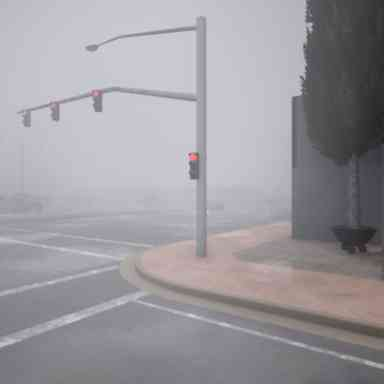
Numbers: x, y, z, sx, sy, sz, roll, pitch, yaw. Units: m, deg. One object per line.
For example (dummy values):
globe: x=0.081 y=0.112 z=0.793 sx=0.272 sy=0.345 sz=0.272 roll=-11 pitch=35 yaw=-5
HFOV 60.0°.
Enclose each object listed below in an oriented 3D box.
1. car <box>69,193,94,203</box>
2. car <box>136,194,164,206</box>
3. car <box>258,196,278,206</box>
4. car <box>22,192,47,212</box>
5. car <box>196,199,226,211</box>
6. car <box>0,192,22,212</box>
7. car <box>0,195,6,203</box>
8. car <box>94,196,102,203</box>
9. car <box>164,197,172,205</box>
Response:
car: x=-21.177 y=1.182 z=62.776 sx=4.605 sy=1.855 sz=1.932 roll=0 pitch=0 yaw=35
car: x=-6.885 y=1.176 z=52.642 sx=3.866 sy=1.878 sz=1.905 roll=0 pitch=0 yaw=35
car: x=12.329 y=1.341 z=53.544 sx=1.812 sy=1.442 sz=4.674 roll=0 pitch=0 yaw=37
car: x=-18.224 y=1.176 z=36.626 sx=3.866 sy=1.878 sz=1.905 roll=0 pitch=0 yaw=35
car: x=2.319 y=1.575 z=40.356 sx=1.994 sy=1.385 sz=4.181 roll=0 pitch=0 yaw=37
car: x=-19.946 y=1.173 z=34.298 sx=4.605 sy=1.855 sz=1.932 roll=0 pitch=0 yaw=35
car: x=-38.182 y=1.401 z=64.762 sx=3.905 sy=1.438 sz=1.784 roll=0 pitch=0 yaw=35
car: x=-19.446 y=1.393 z=65.099 sx=3.905 sy=1.438 sz=1.784 roll=0 pitch=0 yaw=35
car: x=-5.198 y=1.415 z=54.995 sx=3.806 sy=1.475 sz=1.970 roll=0 pitch=0 yaw=35
